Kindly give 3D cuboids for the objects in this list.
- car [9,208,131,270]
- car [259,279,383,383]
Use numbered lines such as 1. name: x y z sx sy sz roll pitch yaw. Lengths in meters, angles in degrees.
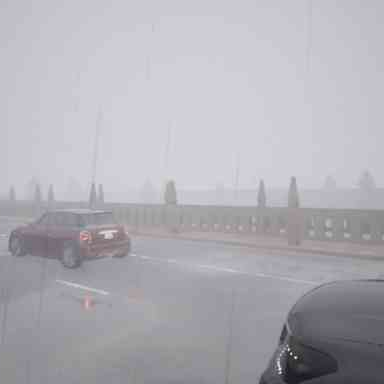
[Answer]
1. car: -4.262 1.355 11.333 4.553 1.767 2.097 0 0 36
2. car: 3.179 1.221 1.724 5.566 2.045 2.150 0 0 36
